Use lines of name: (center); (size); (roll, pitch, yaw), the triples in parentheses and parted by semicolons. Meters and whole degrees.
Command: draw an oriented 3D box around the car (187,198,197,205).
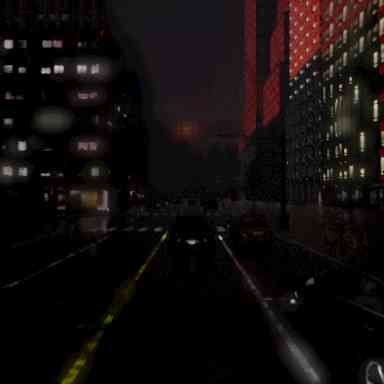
car: (-0.002, 2.265, 75.279); (1.837, 1.490, 4.892); (0, -1, 0)

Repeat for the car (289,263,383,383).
car: (2.685, 1.608, 4.494); (1.947, 1.339, 4.313); (0, -1, 0)

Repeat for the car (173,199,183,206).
car: (-3.004, 2.272, 73.666); (1.812, 1.442, 4.674); (0, -1, 0)

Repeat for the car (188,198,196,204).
car: (-0.002, 2.293, 87.363); (1.882, 1.535, 5.008); (0, -1, 0)

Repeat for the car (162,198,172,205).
car: (-5.697, 2.211, 75.803); (1.967, 1.590, 4.097); (0, -1, 0)

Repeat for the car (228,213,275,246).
car: (2.685, 1.676, 15.929); (1.752, 1.417, 4.829); (0, -1, 0)

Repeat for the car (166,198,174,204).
car: (-5.697, 2.335, 86.855); (1.967, 1.590, 4.097); (0, -1, 0)

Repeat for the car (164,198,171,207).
car: (-5.696, 2.199, 64.749); (2.008, 1.369, 4.403); (0, -1, 0)

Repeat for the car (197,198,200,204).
car: (2.683, 2.024, 70.277); (2.192, 1.841, 5.009); (0, -1, 0)

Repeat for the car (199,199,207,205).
car: (2.684, 2.378, 81.328); (1.887, 1.381, 4.507); (0, -1, 0)

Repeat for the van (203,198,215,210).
van: (2.683, 1.870, 53.698); (1.690, 1.788, 3.998); (0, -1, 0)

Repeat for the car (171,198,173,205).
car: (-5.696, 2.254, 70.274); (1.887, 1.381, 4.507); (0, -1, 0)

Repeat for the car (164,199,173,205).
car: (-5.696, 2.415, 81.328); (1.802, 1.307, 4.206); (0, -1, 0)

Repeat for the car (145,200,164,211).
car: (-5.695, 2.022, 48.170); (2.008, 1.369, 4.403); (0, -1, 0)

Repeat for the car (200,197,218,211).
car: (2.684, 1.786, 48.173); (2.192, 1.841, 5.009); (0, -1, 0)

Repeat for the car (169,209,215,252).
car: (0.005, 1.661, 14.378); (1.812, 1.442, 4.674); (0, 0, 0)
